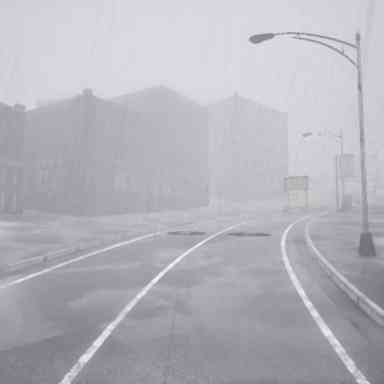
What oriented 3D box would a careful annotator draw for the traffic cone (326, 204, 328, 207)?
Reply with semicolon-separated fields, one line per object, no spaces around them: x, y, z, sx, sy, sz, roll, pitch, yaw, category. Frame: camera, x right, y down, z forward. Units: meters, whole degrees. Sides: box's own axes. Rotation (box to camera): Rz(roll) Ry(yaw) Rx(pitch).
17.654;1.768;43.491;0.340;0.580;0.340;-4;-3;40;traffic cone

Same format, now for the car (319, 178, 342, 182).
34.384;-2.781;83.248;4.892;1.521;2.231;0;-5;0;car

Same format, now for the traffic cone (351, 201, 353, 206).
19.941;1.402;41.611;0.340;0.580;0.340;-9;-9;39;traffic cone

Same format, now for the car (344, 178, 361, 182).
39.903;-2.809;83.272;4.892;1.521;2.231;0;-5;0;car

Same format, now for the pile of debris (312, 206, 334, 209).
14.942;1.741;37.956;1.860;0.140;1.500;-9;-9;39;pile of debris

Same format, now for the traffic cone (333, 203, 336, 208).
18.415;1.705;42.855;0.340;0.580;0.340;-6;-4;40;traffic cone

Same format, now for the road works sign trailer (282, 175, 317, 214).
10.364;0.241;32.623;2.380;3.560;2.880;-4;-2;40;road works sign trailer

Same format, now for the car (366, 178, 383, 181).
45.450;-2.771;83.395;4.674;1.452;2.002;0;-5;-1;car
